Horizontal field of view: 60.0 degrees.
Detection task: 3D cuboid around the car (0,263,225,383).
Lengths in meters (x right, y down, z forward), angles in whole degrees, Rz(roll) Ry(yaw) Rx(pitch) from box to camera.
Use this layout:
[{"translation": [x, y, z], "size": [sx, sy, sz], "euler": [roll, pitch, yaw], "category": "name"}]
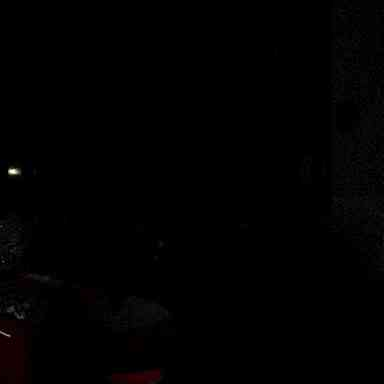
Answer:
[{"translation": [-1.611, 1.576, 4.112], "size": [4.206, 1.307, 1.802], "euler": [0, 0, 35], "category": "car"}]
